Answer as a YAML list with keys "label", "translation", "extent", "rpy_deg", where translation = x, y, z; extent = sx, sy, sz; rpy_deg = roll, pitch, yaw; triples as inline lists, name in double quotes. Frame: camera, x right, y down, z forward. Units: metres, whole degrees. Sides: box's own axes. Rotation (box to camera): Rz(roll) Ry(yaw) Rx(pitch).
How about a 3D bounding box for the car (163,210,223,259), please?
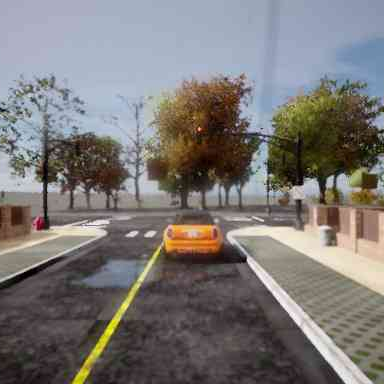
- label: "car"
  translation: [0.055, 1.491, 13.418]
  extent: [2.097, 1.767, 4.553]
  rpy_deg: [0, -1, 1]
